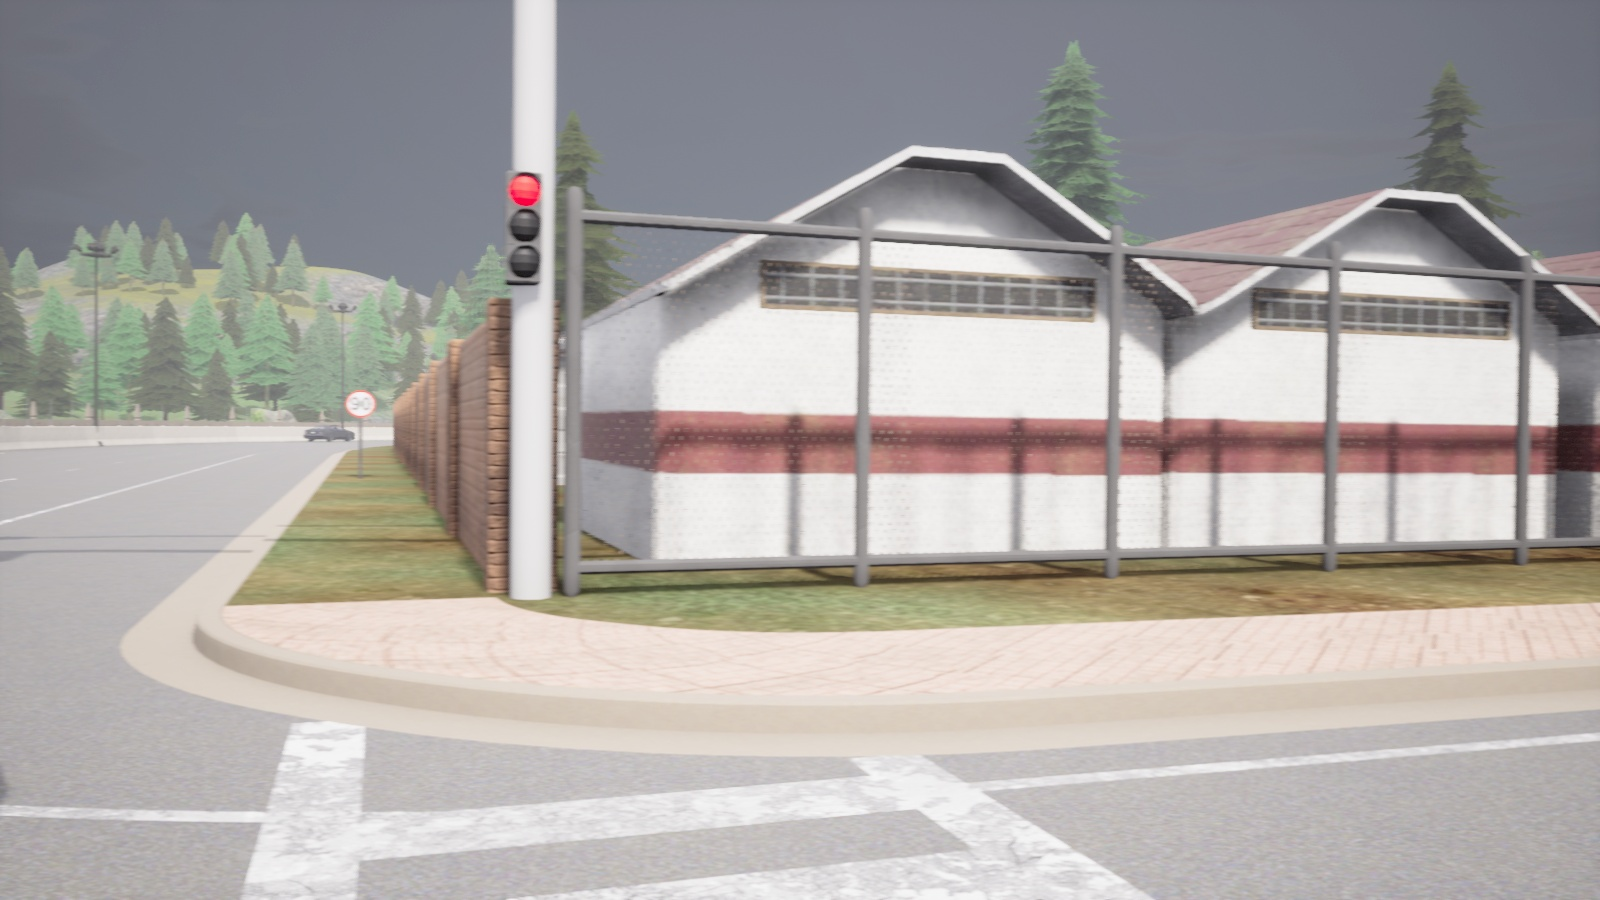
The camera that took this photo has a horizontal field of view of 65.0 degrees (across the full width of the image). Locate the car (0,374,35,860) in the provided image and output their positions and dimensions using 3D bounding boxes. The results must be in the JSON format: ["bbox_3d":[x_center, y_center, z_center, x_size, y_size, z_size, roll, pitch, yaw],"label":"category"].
[{"bbox_3d":[-5.338,0.637,4.215,4.553,1.767,2.097,0,1,14],"label":"car"}]
